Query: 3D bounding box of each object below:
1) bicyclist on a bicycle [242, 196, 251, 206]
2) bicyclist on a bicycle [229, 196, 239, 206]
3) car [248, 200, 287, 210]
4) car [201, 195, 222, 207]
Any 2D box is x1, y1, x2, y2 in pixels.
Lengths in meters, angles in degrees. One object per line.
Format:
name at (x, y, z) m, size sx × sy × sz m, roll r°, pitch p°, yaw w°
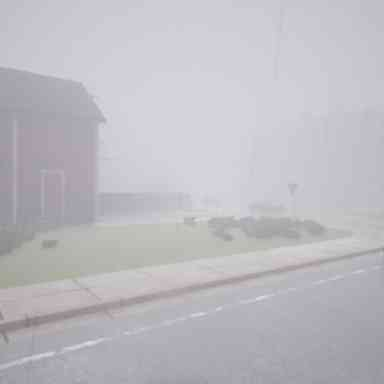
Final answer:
bicyclist on a bicycle at (8.929, 1.478, 54.408) m, size 1.656 × 1.620 × 0.582 m, roll 0°, pitch 0°, yaw -11°
bicyclist on a bicycle at (6.893, 1.482, 54.417) m, size 1.656 × 1.620 × 0.582 m, roll 0°, pitch 0°, yaw -10°
car at (7.578, 1.534, 33.647) m, size 1.895 × 1.301 × 4.718 m, roll 0°, pitch 0°, yaw -19°
car at (2.890, 1.173, 49.126) m, size 2.097 × 1.767 × 4.553 m, roll 0°, pitch 0°, yaw -13°
